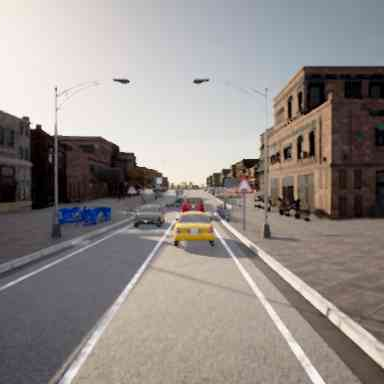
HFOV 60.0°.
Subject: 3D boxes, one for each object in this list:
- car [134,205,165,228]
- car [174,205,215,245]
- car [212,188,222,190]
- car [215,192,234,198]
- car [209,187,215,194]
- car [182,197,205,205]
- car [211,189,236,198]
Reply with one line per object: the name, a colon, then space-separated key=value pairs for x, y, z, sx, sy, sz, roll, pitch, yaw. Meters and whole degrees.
car: x=-3.029 y=1.732 z=24.347 sx=1.837 sy=1.490 sz=4.892 roll=0 pitch=-1 yaw=1
car: x=0.095 y=1.600 z=16.155 sx=1.801 sy=1.575 sz=5.366 roll=0 pitch=-1 yaw=0
car: x=8.085 y=0.446 z=86.496 sx=4.553 sy=1.767 sz=2.185 roll=0 pitch=2 yaw=-1
car: x=8.153 y=0.708 z=83.749 sx=4.674 sy=1.452 sz=2.002 roll=0 pitch=2 yaw=-1
car: x=8.114 y=0.227 z=89.246 sx=5.566 sy=2.045 sz=2.435 roll=0 pitch=2 yaw=-1
car: x=0.166 y=1.474 z=34.184 sx=2.150 sy=2.045 sz=5.566 roll=0 pitch=0 yaw=1
car: x=7.997 y=0.766 z=80.989 sx=5.366 sy=1.575 sz=1.946 roll=0 pitch=2 yaw=-1
